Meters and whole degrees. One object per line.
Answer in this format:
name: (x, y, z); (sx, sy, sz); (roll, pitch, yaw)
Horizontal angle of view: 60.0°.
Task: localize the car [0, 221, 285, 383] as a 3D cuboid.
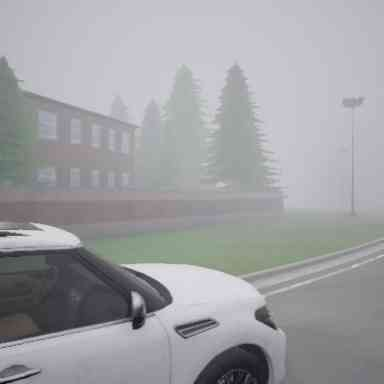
car: (-1.690, 1.234, 2.624); (5.566, 2.045, 2.150); (1, 0, -36)
